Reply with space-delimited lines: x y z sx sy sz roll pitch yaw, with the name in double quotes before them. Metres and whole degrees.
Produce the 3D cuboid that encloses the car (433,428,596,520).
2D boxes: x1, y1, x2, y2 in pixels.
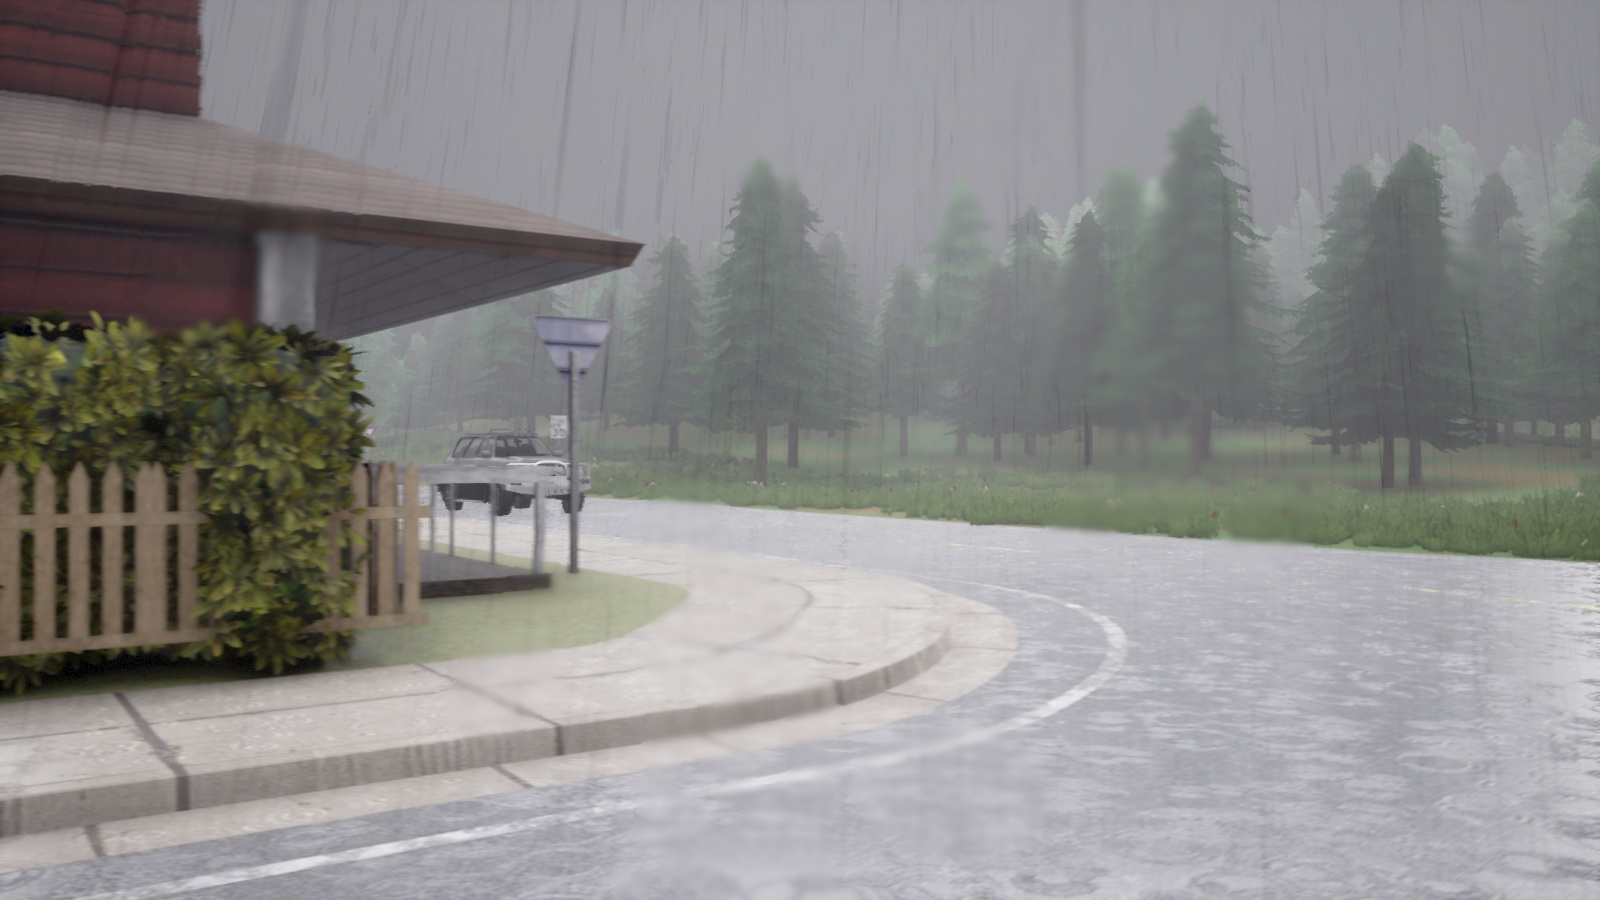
"car" -6.406 0.497 27.797 1.932 1.855 4.605 0 0 -35
